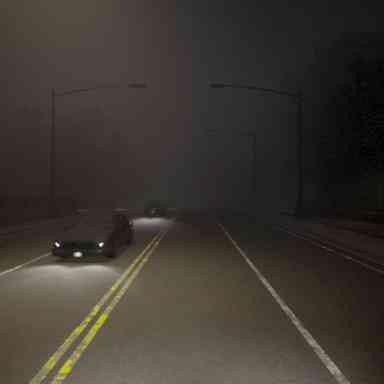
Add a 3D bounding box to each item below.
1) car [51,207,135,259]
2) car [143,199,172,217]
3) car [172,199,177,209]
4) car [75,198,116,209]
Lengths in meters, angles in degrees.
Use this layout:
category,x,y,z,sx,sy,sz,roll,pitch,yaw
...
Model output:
category,x,y,z,sx,sy,sz,roll,pitch,yaw
car,-3.505,1.548,12.938,2.033,1.411,5.357,0,0,0
car,-3.394,1.490,31.435,2.128,1.511,4.902,0,0,0
car,-3.272,1.806,50.165,2.033,1.411,5.357,0,-3,0
car,-12.750,1.548,43.411,5.357,1.411,2.033,0,0,-2
